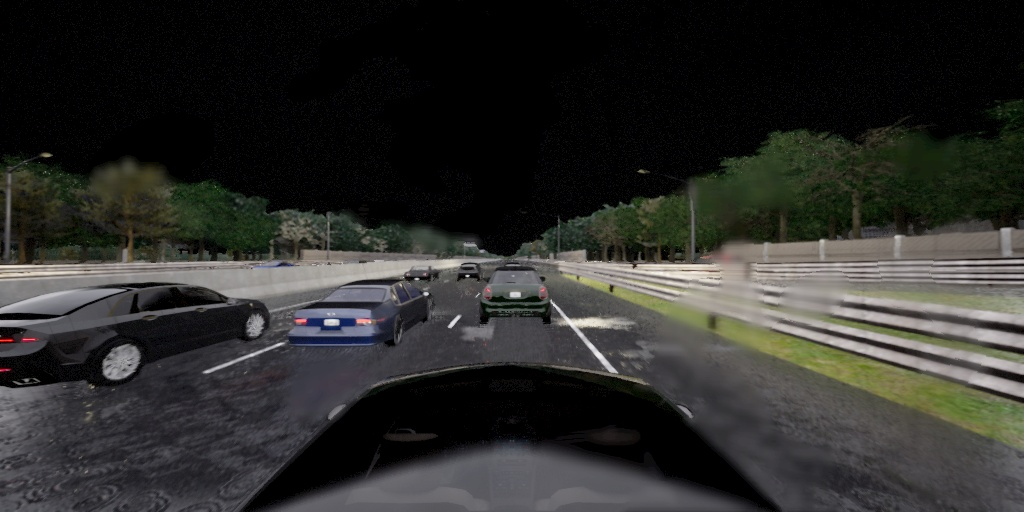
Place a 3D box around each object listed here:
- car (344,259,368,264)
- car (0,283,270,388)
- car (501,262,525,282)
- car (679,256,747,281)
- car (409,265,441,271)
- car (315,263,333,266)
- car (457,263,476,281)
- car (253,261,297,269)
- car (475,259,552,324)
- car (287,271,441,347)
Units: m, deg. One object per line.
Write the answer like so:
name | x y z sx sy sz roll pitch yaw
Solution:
car | -17.517 1.186 40.055 2.097 1.767 4.553 0 0 0
car | -6.902 1.257 6.905 1.837 1.490 4.892 0 0 0
car | 0.088 1.294 30.120 1.837 1.490 4.892 0 0 0
car | 16.973 1.054 30.569 2.150 2.045 5.566 0 -1 -21
car | -6.912 1.385 28.274 1.895 1.301 4.718 0 0 0
car | -21.021 1.420 39.556 1.895 1.301 4.718 0 0 0
car | -3.413 1.294 30.010 1.837 1.490 4.892 0 0 0
car | -24.547 1.289 37.262 1.882 1.535 5.008 0 0 1
car | 0.095 1.109 12.194 2.097 1.767 4.553 0 0 0
car | -3.403 1.302 9.272 2.033 1.411 5.357 0 0 0
